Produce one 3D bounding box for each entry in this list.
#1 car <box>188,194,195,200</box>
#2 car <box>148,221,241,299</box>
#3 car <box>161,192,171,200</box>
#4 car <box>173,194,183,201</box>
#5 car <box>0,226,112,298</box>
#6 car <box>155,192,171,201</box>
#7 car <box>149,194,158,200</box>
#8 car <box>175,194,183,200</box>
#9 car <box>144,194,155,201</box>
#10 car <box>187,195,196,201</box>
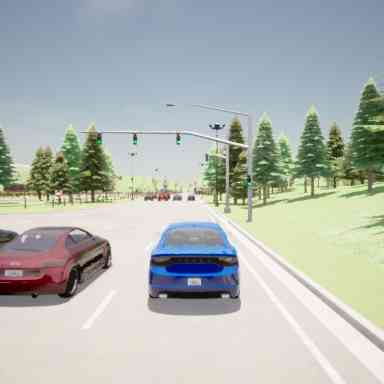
[{"bbox_3d":[-0.195,1.385,92.833,1.994,1.385,4.181,0,0,0],"label":"car"},{"bbox_3d":[0.052,1.478,8.512,1.882,1.535,5.008,0,0,0],"label":"car"},{"bbox_3d":[-7.195,1.057,92.849,2.150,2.045,5.566,0,0,0],"label":"car"},{"bbox_3d":[-3.674,1.346,82.760,2.097,1.767,4.553,0,0,0],"label":"car"},{"bbox_3d":[-3.454,1.564,8.541,1.994,1.385,4.181,0,0,1],"label":"car"},{"bbox_3d":[-7.173,1.217,82.429,2.150,2.045,5.566,0,0,0],"label":"car"},{"bbox_3d":[-10.695,1.332,92.811,1.837,1.490,4.892,0,0,0],"label":"car"},{"bbox_3d":[-3.695,1.385,92.826,1.994,1.385,4.181,0,0,0],"label":"car"},{"bbox_3d":[-10.673,1.491,82.392,1.837,1.490,4.892,0,0,0],"label":"car"},{"bbox_3d":[-0.173,1.469,82.414,1.882,1.535,5.008,0,0,0],"label":"car"}]
